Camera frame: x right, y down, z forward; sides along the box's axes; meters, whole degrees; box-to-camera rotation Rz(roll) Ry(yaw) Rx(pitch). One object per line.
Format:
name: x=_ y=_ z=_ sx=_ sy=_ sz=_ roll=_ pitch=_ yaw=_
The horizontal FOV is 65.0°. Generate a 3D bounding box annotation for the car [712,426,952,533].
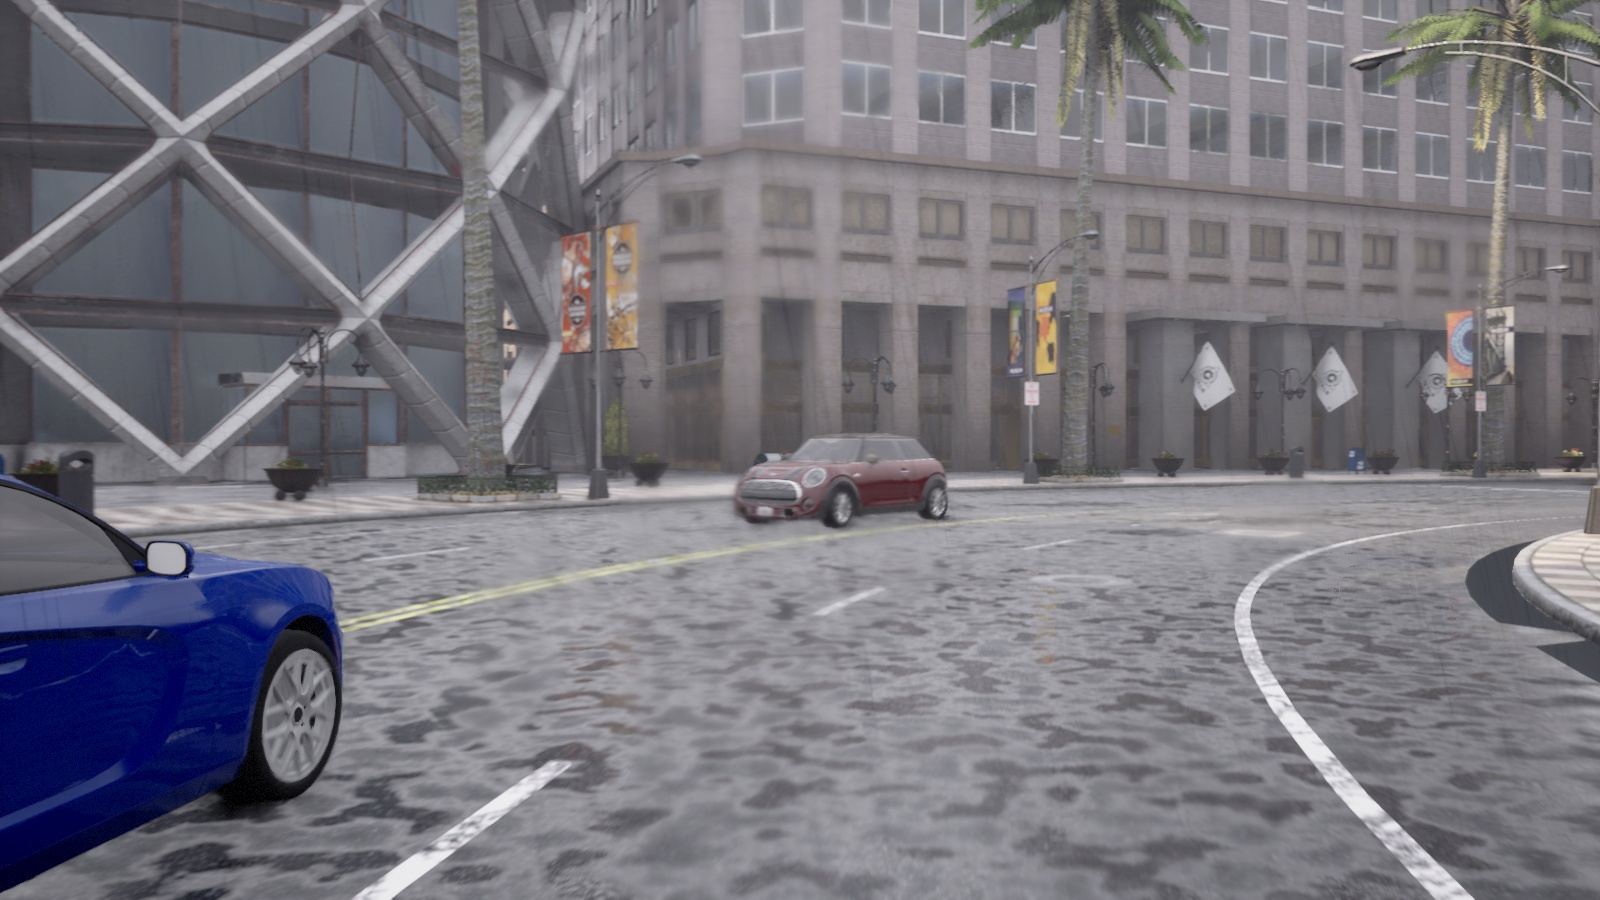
car: x=0.704 y=0.475 z=23.226 sx=2.097 sy=1.767 sz=4.553 roll=0 pitch=0 yaw=39

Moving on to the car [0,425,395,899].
car: x=-3.164 y=0.697 z=3.742 sx=1.882 sy=1.535 sz=5.008 roll=0 pitch=0 yaw=6
